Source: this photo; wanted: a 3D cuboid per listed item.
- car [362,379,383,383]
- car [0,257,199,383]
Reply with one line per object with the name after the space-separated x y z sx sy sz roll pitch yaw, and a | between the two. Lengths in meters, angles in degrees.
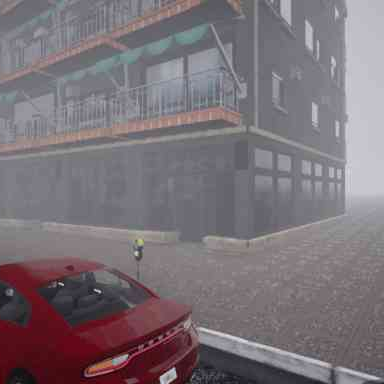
2.561 1.566 1.052 4.313 1.339 1.947 0 0 35 | car
-2.031 1.545 4.320 4.507 1.381 1.887 0 0 35 | car
